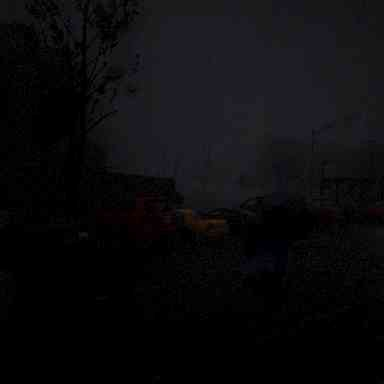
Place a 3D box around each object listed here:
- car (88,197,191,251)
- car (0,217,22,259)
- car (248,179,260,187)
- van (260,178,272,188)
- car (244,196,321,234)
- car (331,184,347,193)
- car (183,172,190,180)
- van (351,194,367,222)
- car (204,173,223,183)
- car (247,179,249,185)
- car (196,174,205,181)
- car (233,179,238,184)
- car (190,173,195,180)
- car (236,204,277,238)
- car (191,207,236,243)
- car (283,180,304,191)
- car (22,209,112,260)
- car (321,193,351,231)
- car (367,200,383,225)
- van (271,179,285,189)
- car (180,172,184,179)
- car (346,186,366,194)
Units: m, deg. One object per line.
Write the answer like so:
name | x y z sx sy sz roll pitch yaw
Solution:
car | -3.154 1.247 14.298 5.566 2.045 2.435 -1 -1 35
car | -8.020 1.493 10.809 4.892 1.521 2.231 -1 -1 35
car | 14.612 -1.812 70.543 1.946 1.575 5.366 7 3 35
van | 16.185 -1.764 67.812 1.878 1.987 4.442 7 4 35
car | 4.202 1.262 19.507 5.566 2.045 2.435 -1 -1 35
car | 24.879 -0.426 55.588 2.435 2.045 5.566 7 3 35
car | 0.567 -4.085 90.038 2.185 1.767 4.553 4 1 33
van | 9.256 1.296 22.880 4.442 1.987 1.878 -1 -1 35
car | 5.939 -3.176 82.840 1.946 1.575 5.366 7 3 34
car | 12.782 -2.044 72.865 2.002 1.452 4.674 7 4 35
car | 4.089 -3.699 85.100 2.435 2.045 5.566 7 3 34
car | 11.041 -2.317 75.328 2.002 1.452 4.674 7 3 35
car | 2.296 -3.850 87.567 2.185 1.767 4.553 6 3 34
car | 1.774 1.548 17.751 4.674 1.452 2.002 -1 -1 35
car | -0.833 1.502 16.124 5.366 1.575 1.946 -1 -1 35
car | 19.672 -0.992 62.976 2.231 1.521 4.892 7 3 35
car | -5.599 1.523 12.554 4.792 1.488 2.163 -1 -1 35
car | 6.716 1.266 21.211 5.566 2.045 2.435 -1 -1 35
car | 11.666 1.403 24.629 4.553 1.767 2.185 -1 -1 35
van | 17.913 -1.491 65.339 1.878 1.987 4.442 7 4 35
car | -1.204 -4.362 92.386 2.435 2.045 5.566 1 -1 34
car | 26.569 0.136 53.115 2.002 1.452 4.674 7 3 35
